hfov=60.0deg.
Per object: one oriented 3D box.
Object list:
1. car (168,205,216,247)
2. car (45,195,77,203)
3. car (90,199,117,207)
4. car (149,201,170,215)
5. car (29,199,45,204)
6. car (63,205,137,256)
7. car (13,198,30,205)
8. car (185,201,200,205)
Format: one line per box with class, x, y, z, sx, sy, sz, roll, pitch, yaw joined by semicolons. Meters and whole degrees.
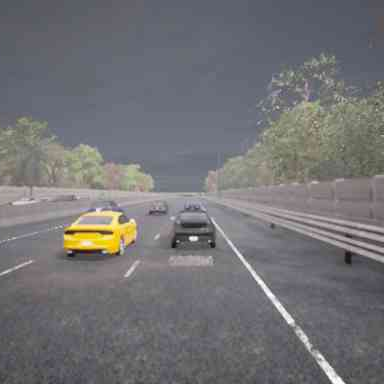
car;0.059;1.556;15.297;1.837;1.490;4.892;0;0;0
car;-17.628;1.375;45.761;2.150;2.045;5.566;0;0;0
car;-6.952;1.440;26.969;2.097;1.767;4.553;0;0;0
car;-3.466;1.672;35.658;2.033;1.411;5.357;0;0;0
car;-21.120;1.763;48.142;1.895;1.301;4.718;0;0;1
car;-3.429;1.518;13.258;1.882;1.535;5.008;0;0;0
car;-24.621;1.690;49.170;1.812;1.442;4.674;0;0;0
car;0.031;1.750;41.103;1.895;1.301;4.718;0;0;0
